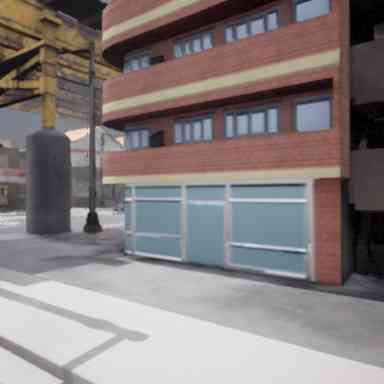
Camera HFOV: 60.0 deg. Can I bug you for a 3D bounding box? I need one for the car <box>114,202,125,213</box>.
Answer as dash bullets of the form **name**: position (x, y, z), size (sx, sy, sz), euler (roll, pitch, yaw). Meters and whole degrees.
- **car**: position (-6.737, 1.601, 37.923), size (1.837, 1.490, 4.892), euler (0, 0, 35)
